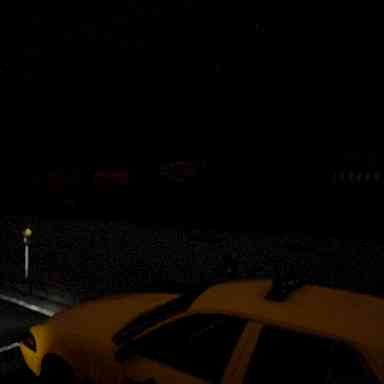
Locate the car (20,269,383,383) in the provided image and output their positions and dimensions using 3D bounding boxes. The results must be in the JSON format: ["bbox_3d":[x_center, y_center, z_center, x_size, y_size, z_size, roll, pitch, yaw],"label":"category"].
[{"bbox_3d":[0.535,1.462,2.903,5.366,1.575,1.801,0,0,35],"label":"car"}]
